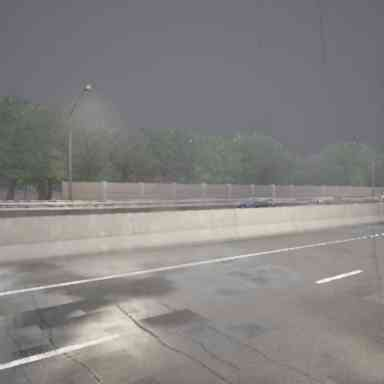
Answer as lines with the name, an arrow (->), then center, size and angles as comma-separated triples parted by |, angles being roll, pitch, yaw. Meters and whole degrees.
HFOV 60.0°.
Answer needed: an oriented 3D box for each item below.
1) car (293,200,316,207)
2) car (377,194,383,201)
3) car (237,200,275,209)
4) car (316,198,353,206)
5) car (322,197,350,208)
car -> 12.119, 1.541, 34.127 | 4.181, 1.385, 1.994 | 0, 0, -35
car -> 34.484, 0.967, 58.684 | 4.553, 1.767, 2.097 | 0, 0, -36
car -> 7.640, 1.579, 39.530 | 4.718, 1.301, 1.895 | 0, 0, -35
car -> 13.940, 1.542, 31.127 | 4.181, 1.385, 1.994 | 0, 0, -35
car -> 21.415, 1.529, 49.371 | 4.181, 1.385, 1.994 | 0, 0, -35
